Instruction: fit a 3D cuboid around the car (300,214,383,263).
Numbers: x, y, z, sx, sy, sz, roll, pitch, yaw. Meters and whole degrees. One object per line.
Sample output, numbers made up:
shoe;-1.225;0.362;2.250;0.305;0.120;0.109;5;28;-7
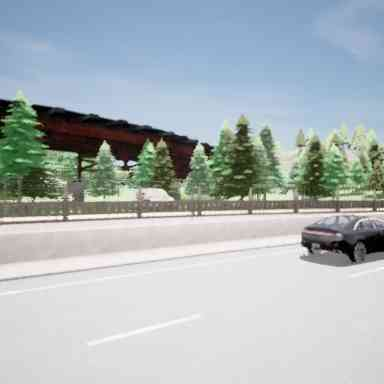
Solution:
car;6.133;1.585;12.299;4.902;1.511;2.128;1;0;-33
